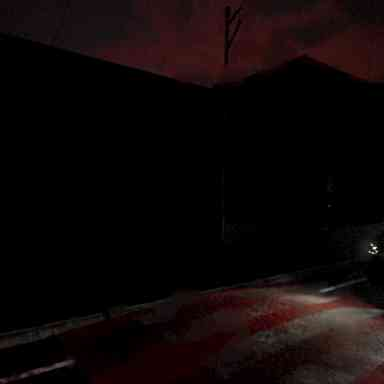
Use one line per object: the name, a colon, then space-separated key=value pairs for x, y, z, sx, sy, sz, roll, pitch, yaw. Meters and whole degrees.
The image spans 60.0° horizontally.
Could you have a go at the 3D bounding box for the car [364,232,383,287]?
car: x=6.630 y=1.291 z=8.386 sx=5.566 sy=2.045 sz=2.150 roll=0 pitch=0 yaw=-35
